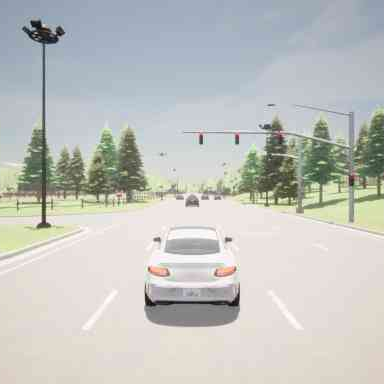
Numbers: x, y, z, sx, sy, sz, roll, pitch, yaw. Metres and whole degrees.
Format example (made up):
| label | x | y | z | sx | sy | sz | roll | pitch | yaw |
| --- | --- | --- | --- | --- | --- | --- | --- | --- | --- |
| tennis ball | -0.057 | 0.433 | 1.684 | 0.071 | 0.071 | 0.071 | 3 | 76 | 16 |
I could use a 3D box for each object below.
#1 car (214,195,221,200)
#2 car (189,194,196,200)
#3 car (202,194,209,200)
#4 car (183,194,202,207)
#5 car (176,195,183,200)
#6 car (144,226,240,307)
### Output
| label | x | y | z | sx | sy | sz | roll | pitch | yaw |
| --- | --- | --- | --- | --- | --- | --- | --- | --- | --- |
| car | 7.128 | 1.524 | 93.212 | 2.128 | 1.511 | 4.902 | 0 | 0 | 0 |
| car | 0.128 | 1.354 | 93.192 | 2.097 | 1.767 | 4.553 | 0 | 0 | 0 |
| car | 3.628 | 1.354 | 93.187 | 2.097 | 1.767 | 4.553 | 0 | 0 | 0 |
| car | 0.071 | 1.352 | 51.745 | 2.097 | 1.767 | 4.553 | 0 | 0 | 0 |
| car | -3.372 | 1.551 | 93.193 | 1.994 | 1.385 | 4.181 | 0 | 0 | 0 |
| car | 0.017 | 1.526 | 7.872 | 1.812 | 1.442 | 4.674 | 0 | 0 | 0 |
